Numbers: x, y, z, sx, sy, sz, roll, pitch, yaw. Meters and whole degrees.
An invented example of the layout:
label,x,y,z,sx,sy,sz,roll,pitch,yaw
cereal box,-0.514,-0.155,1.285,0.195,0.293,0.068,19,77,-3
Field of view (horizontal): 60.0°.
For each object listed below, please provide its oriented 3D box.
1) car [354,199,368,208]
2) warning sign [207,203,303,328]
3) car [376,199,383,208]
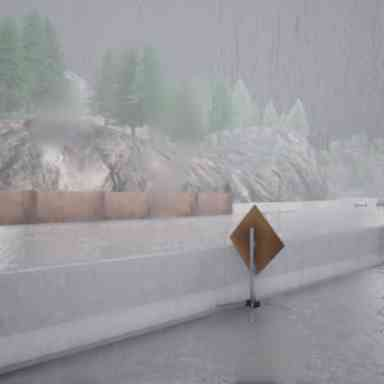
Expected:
label,x,y,z,sx,sy,sz,roll,pitch,yaw
car,31.640,2.127,62.301,1.812,1.442,4.674,0,0,33
warning sign,1.094,1.158,5.950,1.060,1.860,1.300,1,0,-37
car,34.665,2.114,60.537,1.837,1.490,4.892,0,0,33
